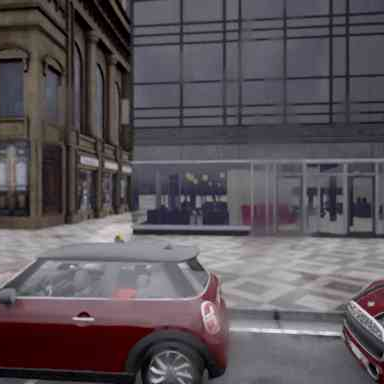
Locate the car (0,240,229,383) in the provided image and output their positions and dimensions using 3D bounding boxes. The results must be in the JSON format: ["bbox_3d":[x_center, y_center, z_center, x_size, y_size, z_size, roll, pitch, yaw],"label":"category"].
[{"bbox_3d":[-1.587,1.434,4.526,4.097,1.590,1.967,0,0,6],"label":"car"}]

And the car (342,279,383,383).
[{"bbox_3d":[4.019,1.440,3.922,4.097,1.590,1.967,0,0,6],"label":"car"}]
